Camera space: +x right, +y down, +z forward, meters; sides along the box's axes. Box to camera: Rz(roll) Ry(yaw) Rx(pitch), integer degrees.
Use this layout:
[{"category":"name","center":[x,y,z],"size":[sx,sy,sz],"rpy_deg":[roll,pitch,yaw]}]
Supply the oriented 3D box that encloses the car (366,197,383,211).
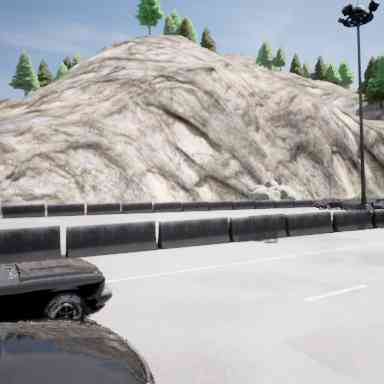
[{"category":"car","center":[21.583,1.524,36.572],"size":[4.181,1.385,1.994],"rpy_deg":[0,0,-30]}]

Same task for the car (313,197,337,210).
[{"category":"car","center":[17.546,1.466,42.320],"size":[4.892,1.490,1.837],"rpy_deg":[0,0,-30]}]

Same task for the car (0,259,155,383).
[{"category":"car","center":[-2.555,1.494,1.857],"size":[4.902,1.511,2.128],"rpy_deg":[0,0,-30]}]

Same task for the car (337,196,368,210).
[{"category":"car","center":[20.036,1.312,39.720],"size":[4.553,1.767,2.097],"rpy_deg":[0,0,-30]}]

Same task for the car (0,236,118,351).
[{"category":"car","center":[-3.755,1.602,5.212],"size":[4.718,1.301,1.895],"rpy_deg":[0,0,-30]}]
